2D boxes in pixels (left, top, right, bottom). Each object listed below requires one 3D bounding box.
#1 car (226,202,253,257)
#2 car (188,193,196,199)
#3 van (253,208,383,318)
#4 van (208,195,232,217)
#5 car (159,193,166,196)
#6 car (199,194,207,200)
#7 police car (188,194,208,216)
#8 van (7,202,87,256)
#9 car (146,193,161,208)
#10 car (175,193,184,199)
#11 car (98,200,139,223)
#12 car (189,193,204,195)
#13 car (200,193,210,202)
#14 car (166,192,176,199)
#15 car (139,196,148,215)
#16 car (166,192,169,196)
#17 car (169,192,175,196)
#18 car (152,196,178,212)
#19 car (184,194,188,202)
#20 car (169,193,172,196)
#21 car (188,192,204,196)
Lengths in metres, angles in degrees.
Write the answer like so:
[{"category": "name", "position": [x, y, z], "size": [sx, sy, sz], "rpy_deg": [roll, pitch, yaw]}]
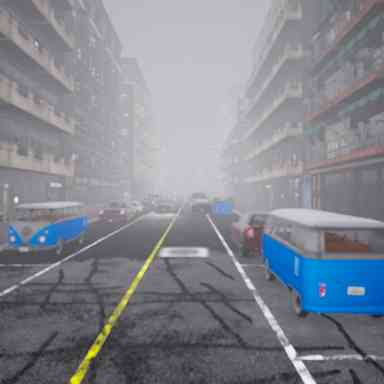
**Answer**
[{"category": "car", "position": [2.580, 1.378, 12.616], "size": [1.967, 1.590, 4.097], "rpy_deg": [1, 0, 0]}, {"category": "car", "position": [0.032, 0.948, 80.172], "size": [1.882, 1.535, 5.008], "rpy_deg": [0, 0, 0]}, {"category": "van", "position": [2.579, 1.306, 7.067], "size": [1.690, 1.788, 3.998], "rpy_deg": [1, 0, 0]}, {"category": "van", "position": [2.588, 1.197, 29.263], "size": [1.690, 1.788, 3.998], "rpy_deg": [1, 0, 0]}, {"category": "car", "position": [-5.285, 1.088, 45.893], "size": [2.192, 1.841, 5.009], "rpy_deg": [1, 0, 0]}, {"category": "car", "position": [2.606, 1.126, 79.375], "size": [1.752, 1.417, 4.829], "rpy_deg": [1, 0, 0]}, {"category": "police car", "position": [0.837, 1.277, 30.174], "size": [1.930, 1.638, 5.238], "rpy_deg": [0, 0, 0]}, {"category": "van", "position": [-5.299, 1.280, 12.599], "size": [1.690, 1.788, 3.998], "rpy_deg": [1, 0, 0]}, {"category": "car", "position": [-5.289, 1.241, 40.345], "size": [1.967, 1.590, 4.097], "rpy_deg": [1, 0, 0]}, {"category": "car", "position": [-2.719, 0.900, 77.153], "size": [1.882, 1.535, 5.008], "rpy_deg": [0, 0, 0]}, {"category": "car", "position": [-5.296, 1.324, 23.698], "size": [1.967, 1.590, 4.097], "rpy_deg": [1, 0, 0]}, {"category": "car", "position": [0.841, 1.256, 40.256], "size": [1.801, 1.575, 5.366], "rpy_deg": [0, 0, 0]}, {"category": "car", "position": [2.602, 1.099, 68.107], "size": [1.967, 1.590, 4.097], "rpy_deg": [1, 0, 0]}, {"category": "car", "position": [-5.270, 0.888, 84.735], "size": [2.192, 1.841, 5.009], "rpy_deg": [1, 0, 0]}, {"category": "car", "position": [-5.294, 1.382, 29.077], "size": [1.752, 1.417, 4.829], "rpy_deg": [1, 0, 0]}, {"category": "car", "position": [-5.283, 1.060, 51.442], "size": [2.192, 1.841, 5.009], "rpy_deg": [1, 0, 0]}, {"category": "car", "position": [-5.277, 1.157, 73.469], "size": [1.752, 1.417, 4.829], "rpy_deg": [1, 0, 0]}, {"category": "car", "position": [-2.833, 1.425, 35.586], "size": [1.895, 1.301, 4.718], "rpy_deg": [0, 0, 0]}, {"category": "car", "position": [0.026, 1.224, 65.172], "size": [2.033, 1.411, 5.357], "rpy_deg": [0, 0, 0]}, {"category": "car", "position": [-5.282, 1.270, 62.541], "size": [1.802, 1.307, 4.206], "rpy_deg": [1, 0, 0]}, {"category": "car", "position": [0.843, 0.996, 46.095], "size": [2.150, 2.045, 5.566], "rpy_deg": [0, 0, 0]}]
